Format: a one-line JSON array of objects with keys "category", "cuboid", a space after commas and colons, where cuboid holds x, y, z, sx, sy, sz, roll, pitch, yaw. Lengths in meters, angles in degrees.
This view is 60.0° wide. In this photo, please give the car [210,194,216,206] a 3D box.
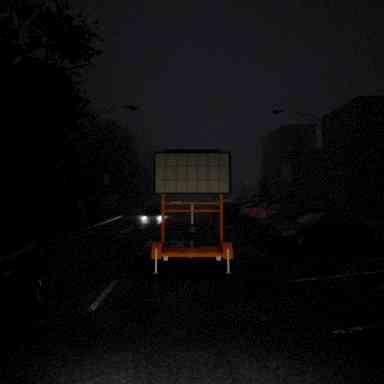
[{"category": "car", "cuboid": [5.405, 1.269, 37.805, 5.566, 2.045, 2.435, 1, 0, -20]}]

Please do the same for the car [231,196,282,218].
[{"category": "car", "cuboid": [5.388, 1.368, 22.813, 4.553, 1.767, 2.185, 1, 0, -20]}]

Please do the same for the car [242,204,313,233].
[{"category": "car", "cuboid": [5.304, 1.517, 16.792, 4.792, 1.488, 2.163, 1, 0, -20]}]

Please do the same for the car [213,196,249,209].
[{"category": "car", "cuboid": [5.439, 1.421, 46.820, 4.553, 1.767, 2.185, 1, 0, -20]}]

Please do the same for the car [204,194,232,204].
[{"category": "car", "cuboid": [5.549, 1.387, 70.877, 5.566, 2.045, 2.435, 1, 0, -20]}]

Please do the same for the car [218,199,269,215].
[{"category": "car", "cuboid": [5.384, 1.543, 34.803, 4.792, 1.488, 2.163, 1, 0, -20]}]

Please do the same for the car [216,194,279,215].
[{"category": "car", "cuboid": [5.373, 1.250, 28.788, 5.566, 2.045, 2.435, 1, 0, -20]}]

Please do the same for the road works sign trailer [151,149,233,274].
[{"category": "road works sign trailer", "cuboid": [0.009, 0.464, 10.529, 2.380, 3.560, 2.880, 0, 0, 0]}]

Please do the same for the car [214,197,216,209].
[{"category": "car", "cuboid": [5.223, 1.501, 31.746, 5.366, 1.575, 1.946, 1, 0, -20]}]

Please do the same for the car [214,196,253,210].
[{"category": "car", "cuboid": [5.425, 1.412, 43.819, 4.553, 1.767, 2.185, 1, 0, -20]}]

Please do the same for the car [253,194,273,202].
[{"category": "car", "cuboid": [18.548, 1.459, 86.843, 2.435, 2.045, 5.566, 0, 0, -21]}]

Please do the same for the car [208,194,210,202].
[{"category": "car", "cuboid": [5.528, 1.444, 52.837, 4.553, 1.767, 2.185, 1, 0, -20]}]

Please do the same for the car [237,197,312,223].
[{"category": "car", "cuboid": [5.376, 1.365, 19.812, 4.553, 1.767, 2.185, 1, 0, -20]}]

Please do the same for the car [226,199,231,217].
[{"category": "car", "cuboid": [5.365, 1.537, 25.810, 4.674, 1.452, 2.002, 1, 0, -20]}]

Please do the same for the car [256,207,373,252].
[{"category": "car", "cuboid": [5.325, 1.527, 13.800, 4.674, 1.452, 2.002, 1, 0, -20]}]

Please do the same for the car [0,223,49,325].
[{"category": "car", "cuboid": [-3.945, 1.352, 4.806, 2.097, 1.767, 4.553, 0, 0, 0]}]

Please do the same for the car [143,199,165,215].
[{"category": "car", "cuboid": [-3.876, 1.504, 34.166, 1.882, 1.535, 5.008, 0, 0, 0]}]

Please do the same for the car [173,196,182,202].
[{"category": "car", "cuboid": [-3.647, 1.694, 83.336, 2.128, 1.511, 4.902, 0, 0, 4]}]

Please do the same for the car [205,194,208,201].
[{"category": "car", "cuboid": [5.347, 1.609, 64.784, 5.366, 1.575, 1.946, 1, 0, -20]}]

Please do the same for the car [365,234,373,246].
[{"category": "car", "cuboid": [5.314, 1.487, 4.800, 4.892, 1.521, 2.231, 1, 0, -20]}]

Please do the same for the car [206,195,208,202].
[{"category": "car", "cuboid": [5.497, 1.580, 55.839, 5.008, 1.535, 2.097, 1, -1, -20]}]
